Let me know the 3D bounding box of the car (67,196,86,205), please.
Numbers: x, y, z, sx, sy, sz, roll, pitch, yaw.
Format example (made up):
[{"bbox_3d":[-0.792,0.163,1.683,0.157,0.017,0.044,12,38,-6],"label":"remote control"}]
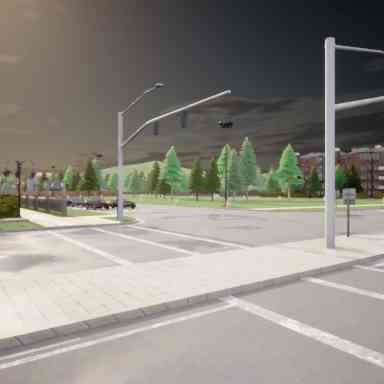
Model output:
[{"bbox_3d":[-21.343,1.478,61.322,1.882,1.535,5.008,0,0,-36],"label":"car"}]

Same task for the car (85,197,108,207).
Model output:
[{"bbox_3d":[-15.242,1.505,52.860,1.837,1.490,4.892,0,0,-36],"label":"car"}]

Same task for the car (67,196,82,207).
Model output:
[{"bbox_3d":[-17.640,1.505,50.200,1.837,1.490,4.892,0,0,-36],"label":"car"}]

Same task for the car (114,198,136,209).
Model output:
[{"bbox_3d":[-9.442,1.547,44.870,2.033,1.411,5.357,0,0,-36],"label":"car"}]

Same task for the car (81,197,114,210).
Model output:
[{"bbox_3d":[-12.227,1.601,42.759,1.895,1.301,4.718,0,0,-36],"label":"car"}]

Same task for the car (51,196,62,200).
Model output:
[{"bbox_3d":[-23.481,1.505,58.283,1.837,1.490,4.892,0,0,-36],"label":"car"}]
